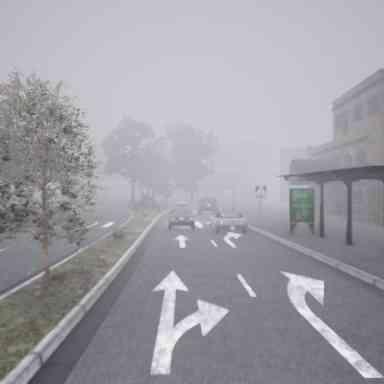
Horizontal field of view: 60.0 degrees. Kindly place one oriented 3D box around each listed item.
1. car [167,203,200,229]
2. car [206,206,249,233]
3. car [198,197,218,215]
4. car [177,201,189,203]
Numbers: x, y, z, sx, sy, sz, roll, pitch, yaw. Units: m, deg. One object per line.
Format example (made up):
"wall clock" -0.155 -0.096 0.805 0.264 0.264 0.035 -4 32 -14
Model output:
"car" -0.769 1.788 23.752 2.033 1.411 5.357 0 0 -3
"car" 2.223 1.813 21.306 1.895 1.301 4.718 0 0 -3
"car" 1.852 1.536 38.218 2.150 2.045 5.566 0 0 1
"car" -0.987 1.823 39.130 1.837 1.490 4.892 0 0 2
